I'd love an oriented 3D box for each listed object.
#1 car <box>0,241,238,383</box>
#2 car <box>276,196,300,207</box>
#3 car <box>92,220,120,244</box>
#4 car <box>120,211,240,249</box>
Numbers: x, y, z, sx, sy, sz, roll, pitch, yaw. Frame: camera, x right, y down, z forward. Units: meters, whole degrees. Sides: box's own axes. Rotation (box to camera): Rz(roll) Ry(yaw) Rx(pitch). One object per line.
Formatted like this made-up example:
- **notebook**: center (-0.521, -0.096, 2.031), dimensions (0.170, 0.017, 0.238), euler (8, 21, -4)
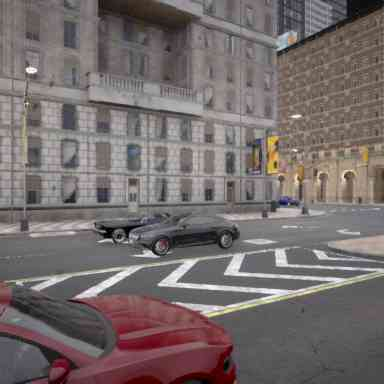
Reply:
- **car**: center (-1.913, 1.478, 2.567), dimensions (5.008, 1.535, 1.882), euler (0, 0, -31)
- **car**: center (14.791, 1.478, 52.775), dimensions (1.882, 1.535, 5.008), euler (0, 0, -32)
- **car**: center (-2.297, 1.601, 15.997), dimensions (4.718, 1.301, 1.895), euler (0, 0, -31)
- **car**: center (-0.202, 1.526, 13.174), dimensions (4.674, 1.442, 1.812), euler (0, 0, -31)
